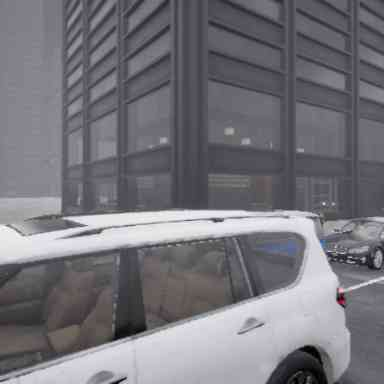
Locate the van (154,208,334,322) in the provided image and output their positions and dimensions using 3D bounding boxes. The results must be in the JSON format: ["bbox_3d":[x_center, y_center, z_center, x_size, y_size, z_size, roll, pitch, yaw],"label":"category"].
[{"bbox_3d":[1.310,1.338,7.581,3.998,1.788,1.690,0,0,-35],"label":"van"}]

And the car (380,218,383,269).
[{"bbox_3d":[5.885,1.544,10.843,4.403,1.369,2.008,0,0,-35],"label":"car"}]

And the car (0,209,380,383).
[{"bbox_3d":[-0.991,1.221,2.671,5.566,2.045,2.150,0,0,-35],"label":"car"}]
